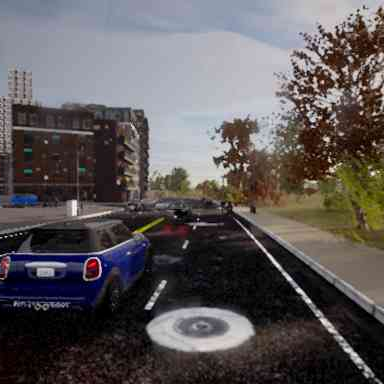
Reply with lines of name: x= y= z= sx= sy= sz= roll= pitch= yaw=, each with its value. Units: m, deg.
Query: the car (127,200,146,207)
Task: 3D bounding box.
car: x=-7.147 y=1.762 z=42.956 sx=2.128 sy=1.511 sz=4.902 roll=0 pitch=0 yaw=2

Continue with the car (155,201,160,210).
car: x=-3.822 y=1.872 z=45.440 sx=1.895 sy=1.301 sz=4.718 roll=0 pitch=0 yaw=2

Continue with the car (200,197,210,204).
car: x=2.745 y=1.872 z=73.698 sx=1.882 sy=1.535 sz=5.008 roll=0 pitch=0 yaw=-1

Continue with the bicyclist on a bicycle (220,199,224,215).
bicyclist on a bicycle: x=3.262 y=1.559 z=34.860 sx=0.659 sy=1.776 sz=1.843 roll=0 pitch=0 yaw=2

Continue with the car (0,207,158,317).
car: x=-2.328 y=1.405 z=7.798 sx=2.097 sy=1.767 sz=4.553 roll=0 pitch=0 yaw=4

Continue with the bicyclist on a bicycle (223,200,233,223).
bicyclist on a bicycle: x=2.826 y=1.589 z=24.960 sx=0.582 sy=1.620 sz=1.656 roll=0 pitch=-1 yaw=3

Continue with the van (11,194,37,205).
van: x=-28.089 y=1.308 z=55.860 sx=3.998 sy=1.788 sz=1.690 roll=1 pitch=-1 yaw=-28

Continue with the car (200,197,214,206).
car: x=2.944 y=1.874 z=60.557 sx=2.033 sy=1.411 sz=5.357 roll=0 pitch=0 yaw=0

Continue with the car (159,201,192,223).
car: x=-1.113 y=1.653 z=27.242 sx=2.128 sy=1.511 sz=4.902 roll=0 pitch=0 yaw=3
